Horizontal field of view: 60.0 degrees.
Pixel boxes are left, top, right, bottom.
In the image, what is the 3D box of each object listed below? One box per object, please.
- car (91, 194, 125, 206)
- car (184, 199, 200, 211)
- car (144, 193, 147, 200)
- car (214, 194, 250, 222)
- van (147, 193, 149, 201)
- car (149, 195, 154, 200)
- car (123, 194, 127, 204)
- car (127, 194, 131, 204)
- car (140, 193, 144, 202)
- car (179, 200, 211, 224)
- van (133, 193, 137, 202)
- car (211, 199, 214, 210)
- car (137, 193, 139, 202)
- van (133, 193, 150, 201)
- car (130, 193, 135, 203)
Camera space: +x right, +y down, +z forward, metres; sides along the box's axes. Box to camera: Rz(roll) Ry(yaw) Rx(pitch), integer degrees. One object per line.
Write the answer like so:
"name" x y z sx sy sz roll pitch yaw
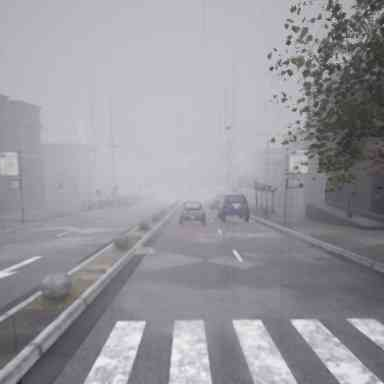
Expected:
"car" -14.074 1.605 54.692 4.892 1.521 2.231 -1 0 -20
"car" 0.028 1.668 43.386 1.895 1.301 4.718 0 0 0
"car" -14.215 1.363 79.057 5.566 2.045 2.435 -1 0 -20
"car" 3.277 1.240 27.215 2.150 2.045 5.566 0 -1 0
"van" -14.102 1.390 85.207 4.442 1.987 1.878 -1 0 -20
"car" -14.207 1.369 91.269 5.566 2.045 2.435 -1 0 -20
"car" -14.139 1.479 57.734 4.553 1.767 2.185 -1 0 -20
"car" -14.149 1.634 60.777 4.792 1.488 2.163 -1 0 -20
"car" -14.170 1.613 76.026 4.892 1.521 2.231 -1 0 -20
"car" 0.038 1.529 24.755 2.128 1.511 4.902 0 0 0
"van" -14.039 1.379 66.932 4.442 1.987 1.878 -1 0 -20
"car" 3.278 1.580 43.948 1.812 1.442 4.674 0 0 0
"car" -14.125 1.483 69.940 4.553 1.767 2.185 -1 0 -20
"van" -14.351 1.399 94.256 4.442 1.987 1.878 -1 0 -20
"car" -14.308 1.606 63.772 5.366 1.575 1.946 -1 0 -20
